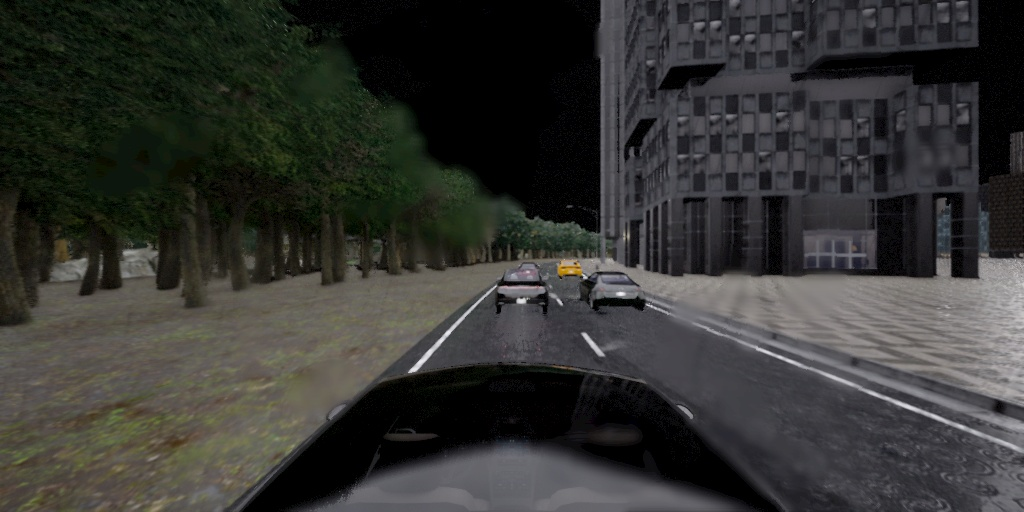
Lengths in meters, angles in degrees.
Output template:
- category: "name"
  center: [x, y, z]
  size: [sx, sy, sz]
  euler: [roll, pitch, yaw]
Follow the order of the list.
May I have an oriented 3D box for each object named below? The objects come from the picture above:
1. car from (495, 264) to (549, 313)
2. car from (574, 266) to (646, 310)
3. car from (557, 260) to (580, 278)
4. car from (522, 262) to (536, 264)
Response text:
- category: "car"
  center: [0.391, 1.233, 13.915]
  size: [2.128, 1.511, 4.902]
  euler: [0, 0, 2]
- category: "car"
  center: [3.930, 1.307, 14.678]
  size: [1.994, 1.385, 4.181]
  euler: [0, 0, 2]
- category: "car"
  center: [5.073, 1.130, 31.948]
  size: [1.882, 1.535, 5.008]
  euler: [0, 0, 5]
- category: "car"
  center: [1.469, 1.224, 30.888]
  size: [1.994, 1.385, 4.181]
  euler: [0, 0, 5]
